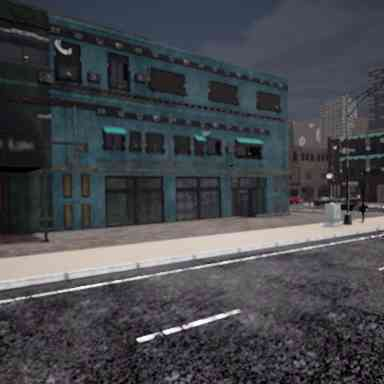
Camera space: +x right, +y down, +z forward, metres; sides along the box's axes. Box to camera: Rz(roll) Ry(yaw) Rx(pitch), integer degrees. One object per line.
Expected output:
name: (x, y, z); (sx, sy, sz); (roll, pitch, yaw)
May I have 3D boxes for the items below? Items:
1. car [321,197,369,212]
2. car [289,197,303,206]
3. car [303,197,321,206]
car: (16.633, 1.443, 35.755); (1.947, 1.339, 4.313); (-2, 1, -35)
car: (15.591, 1.441, 51.997); (1.802, 1.307, 4.206); (-2, 1, -35)
car: (18.777, 1.346, 47.471); (2.008, 1.369, 4.403); (-2, 1, -35)
